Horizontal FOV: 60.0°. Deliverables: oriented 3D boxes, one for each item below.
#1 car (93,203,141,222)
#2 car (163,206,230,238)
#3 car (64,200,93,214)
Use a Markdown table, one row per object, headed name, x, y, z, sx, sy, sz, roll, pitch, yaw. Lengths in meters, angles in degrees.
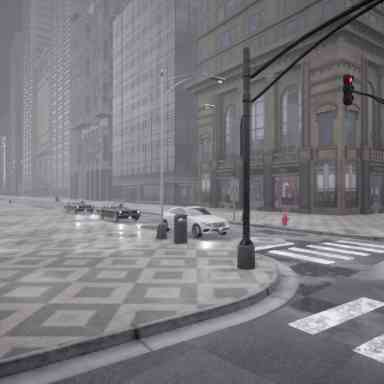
| name | x | y | z | sx | sy | sz | roll | pitch | yaw |
| --- | --- | --- | --- | --- | --- | --- | --- | --- | --- |
| car | -5.766 | 1.522 | 25.891 | 1.895 | 1.301 | 4.718 | 0 | 0 | -35 |
| car | -0.013 | 1.475 | 17.770 | 1.812 | 1.442 | 4.674 | 0 | 0 | -37 |
| car | -11.646 | 1.497 | 34.182 | 1.895 | 1.301 | 4.718 | 0 | 0 | -35 |
